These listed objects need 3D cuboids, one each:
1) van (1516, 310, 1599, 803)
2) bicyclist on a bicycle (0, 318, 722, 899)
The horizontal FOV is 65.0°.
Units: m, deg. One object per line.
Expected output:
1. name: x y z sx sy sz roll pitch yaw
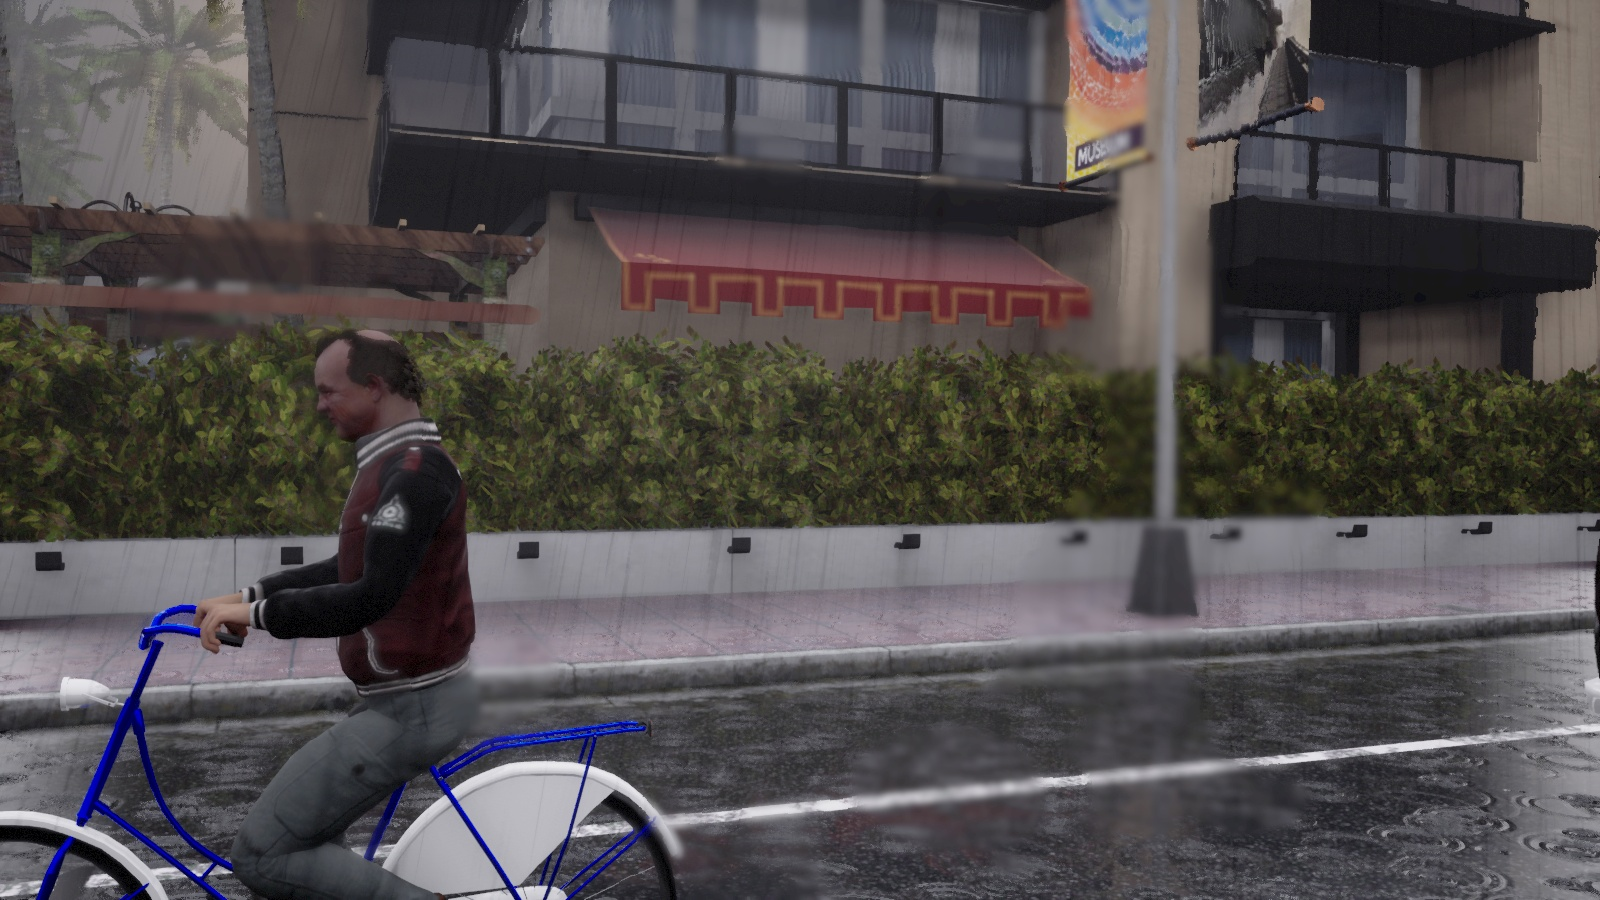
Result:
1. van: 5.620 0.363 5.320 4.480 2.038 2.069 -2 2 -20
2. bicyclist on a bicycle: -1.157 0.636 2.793 1.843 1.776 0.659 -1 1 -21
